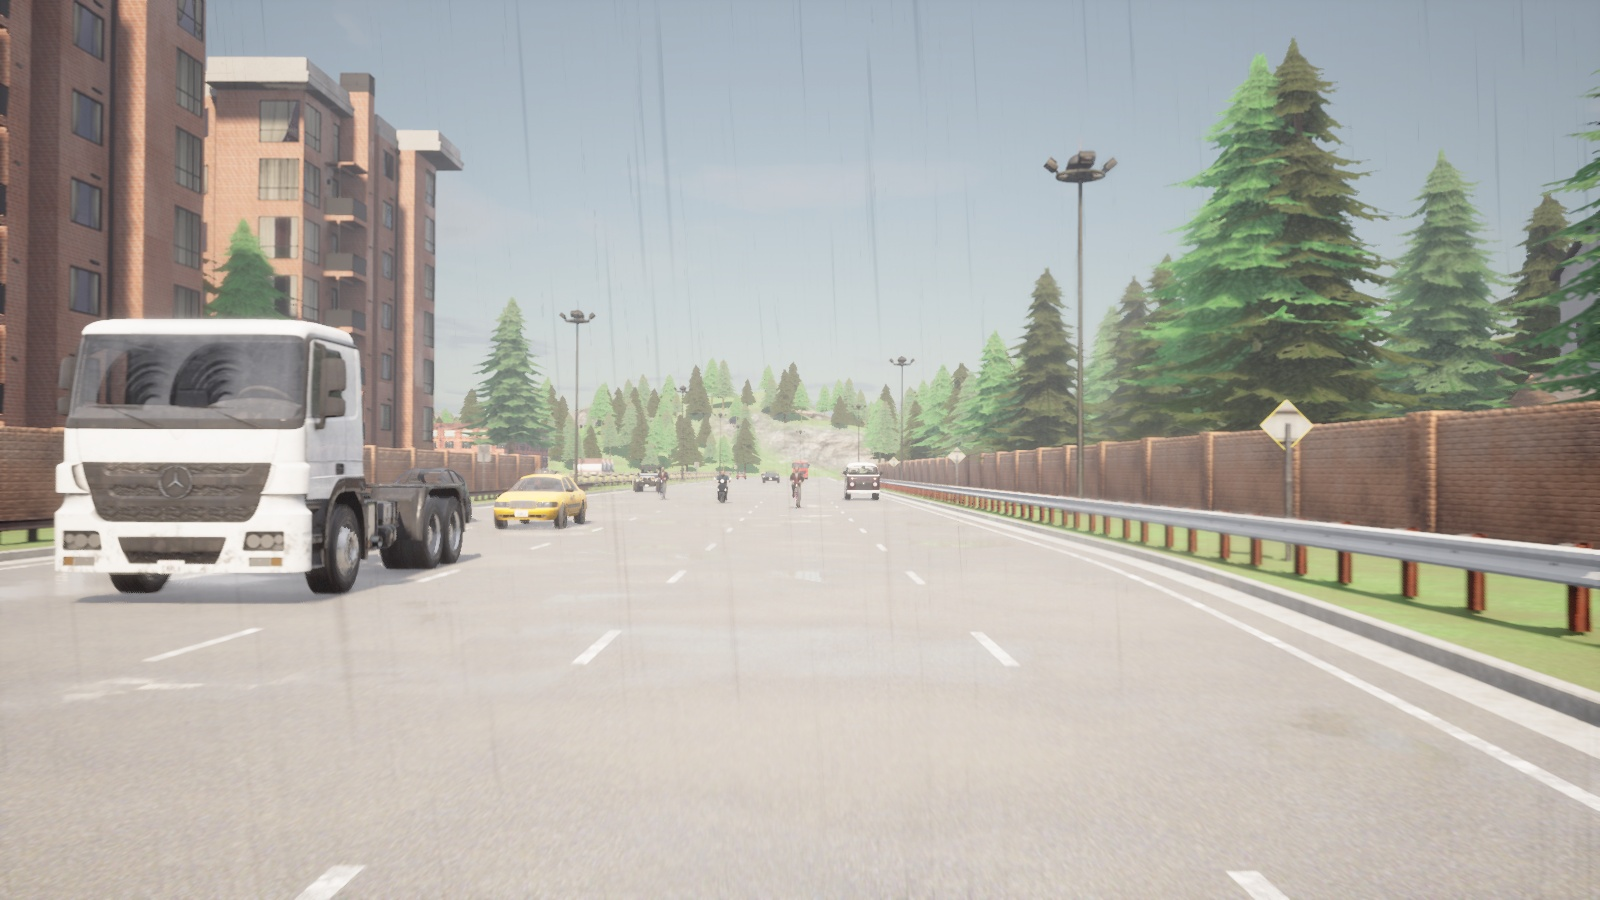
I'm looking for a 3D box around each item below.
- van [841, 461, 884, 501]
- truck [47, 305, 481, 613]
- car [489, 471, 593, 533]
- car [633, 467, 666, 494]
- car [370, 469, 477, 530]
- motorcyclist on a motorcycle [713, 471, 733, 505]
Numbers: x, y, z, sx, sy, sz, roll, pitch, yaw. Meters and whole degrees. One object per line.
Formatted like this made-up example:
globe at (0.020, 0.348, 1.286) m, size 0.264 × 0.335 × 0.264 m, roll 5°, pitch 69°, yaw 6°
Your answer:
van at (3.329, 1.656, 67.682) m, size 2.069 × 2.038 × 4.480 m, roll 0°, pitch -1°, yaw 0°
truck at (-7.048, 0.164, 18.143) m, size 2.891 × 3.462 × 7.936 m, roll 0°, pitch -1°, yaw 0°
car at (-7.085, 1.364, 34.858) m, size 1.801 × 1.575 × 5.366 m, roll 0°, pitch -1°, yaw 0°
car at (-10.719, 2.153, 89.672) m, size 1.905 × 1.878 × 3.866 m, roll 0°, pitch -1°, yaw 0°
car at (-10.587, 1.351, 35.611) m, size 1.851 × 1.617 × 3.988 m, roll 0°, pitch -1°, yaw 0°
motorcyclist on a motorcycle at (-3.645, 1.778, 59.513) m, size 0.866 × 1.590 × 1.817 m, roll 0°, pitch -1°, yaw 0°
